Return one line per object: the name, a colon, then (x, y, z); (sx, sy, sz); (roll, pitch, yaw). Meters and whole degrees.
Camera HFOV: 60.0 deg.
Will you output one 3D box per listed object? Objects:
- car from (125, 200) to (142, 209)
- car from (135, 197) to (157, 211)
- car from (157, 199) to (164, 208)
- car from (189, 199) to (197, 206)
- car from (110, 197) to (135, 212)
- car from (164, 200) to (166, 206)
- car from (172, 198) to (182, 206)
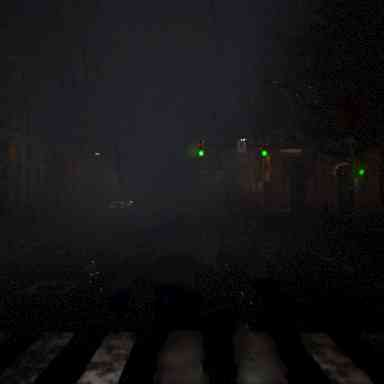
car: (-10.437, 2.253, 59.872); (2.033, 1.411, 5.357); (0, -1, 1)
car: (-7.040, 1.824, 51.077); (2.150, 2.045, 5.566); (0, -1, -1)
car: (-6.913, 2.213, 61.199); (2.128, 1.511, 4.902); (0, -1, 1)
car: (0.256, 2.315, 73.436); (2.128, 1.511, 4.902); (0, -1, 1)
car: (-10.539, 1.807, 49.642); (2.150, 2.045, 5.566); (0, -1, 0)
car: (-6.765, 2.321, 71.609); (1.882, 1.535, 5.008); (0, -1, 1)
car: (-3.244, 2.145, 73.447); (2.097, 1.767, 4.553); (0, -1, 1)
